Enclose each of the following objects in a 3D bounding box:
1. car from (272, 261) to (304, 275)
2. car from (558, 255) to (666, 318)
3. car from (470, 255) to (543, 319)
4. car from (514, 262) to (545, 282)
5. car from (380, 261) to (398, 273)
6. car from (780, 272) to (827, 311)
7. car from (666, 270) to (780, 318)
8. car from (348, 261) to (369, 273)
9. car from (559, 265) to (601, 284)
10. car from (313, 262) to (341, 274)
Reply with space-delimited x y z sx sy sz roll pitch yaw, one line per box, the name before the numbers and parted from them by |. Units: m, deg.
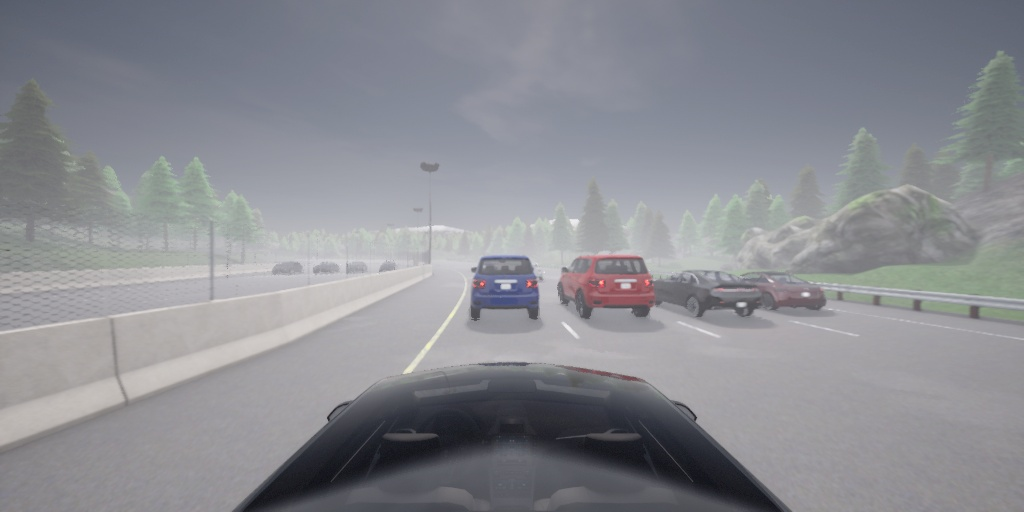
car | -25.480 1.373 40.983 1.837 1.490 4.892 0 1 -10
car | 3.177 0.980 13.133 2.150 2.045 5.566 0 0 -3
car | -0.319 0.988 13.033 2.150 2.045 5.566 0 0 -3
car | 1.386 1.316 30.596 1.812 1.442 4.674 0 0 -8
car | -15.573 1.400 45.699 2.033 1.411 5.357 0 0 -12
car | 10.087 1.309 14.450 1.994 1.385 4.181 0 0 -3
car | 6.667 1.241 13.004 2.128 1.511 4.902 0 0 -3
car | -19.241 1.387 44.861 1.812 1.442 4.674 0 0 -13
car | 5.241 1.378 28.228 1.895 1.301 4.718 0 0 -7
car | -22.456 1.413 43.690 2.033 1.411 5.357 0 0 -11
